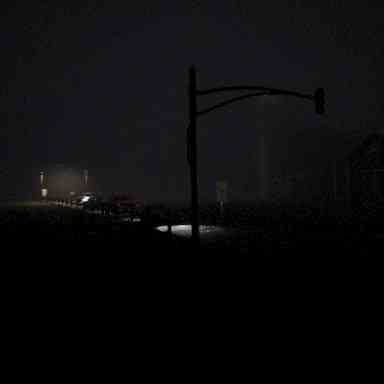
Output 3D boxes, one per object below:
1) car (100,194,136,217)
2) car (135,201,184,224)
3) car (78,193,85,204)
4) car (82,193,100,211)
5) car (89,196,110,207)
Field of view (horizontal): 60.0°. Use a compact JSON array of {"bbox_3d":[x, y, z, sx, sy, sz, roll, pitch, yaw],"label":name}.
[{"bbox_3d":[-6.820,1.204,32.115,2.150,2.045,5.566,-1,0,-29],"label":"car"},{"bbox_3d":[-2.260,1.535,23.942,1.994,1.385,4.181,-1,0,-29],"label":"car"},{"bbox_3d":[-18.925,1.188,59.706,2.150,2.045,5.566,-1,0,-29],"label":"car"},{"bbox_3d":[-11.618,1.346,40.786,2.097,1.767,4.553,-1,0,-28],"label":"car"},{"bbox_3d":[-14.480,1.451,51.779,2.128,1.511,4.902,-1,0,-29],"label":"car"}]
